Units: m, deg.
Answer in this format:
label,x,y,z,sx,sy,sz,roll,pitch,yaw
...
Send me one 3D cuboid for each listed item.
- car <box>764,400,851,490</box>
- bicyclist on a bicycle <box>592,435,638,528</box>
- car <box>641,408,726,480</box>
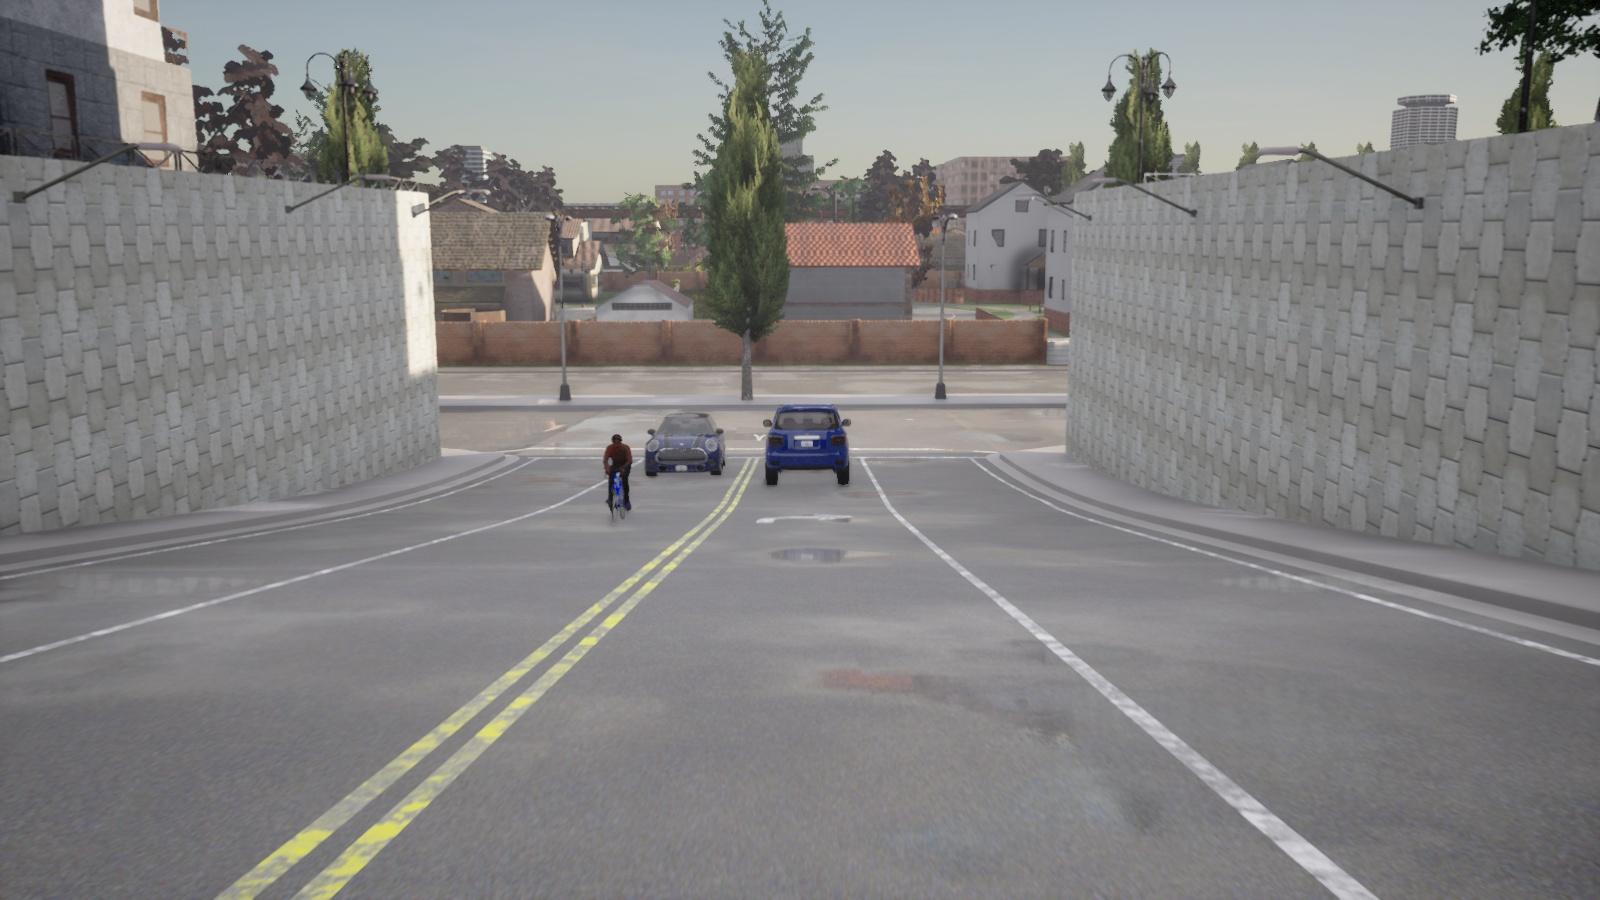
label,x,y,z,sx,sy,sz,roll,pitch,yaw
car,0.202,-0.239,33.810,2.150,2.045,5.566,0,4,0
bicyclist on a bicycle,-3.357,0.537,22.891,0.582,1.620,1.656,0,1,0
car,-3.269,-0.235,36.057,2.097,1.767,4.553,0,4,-1
